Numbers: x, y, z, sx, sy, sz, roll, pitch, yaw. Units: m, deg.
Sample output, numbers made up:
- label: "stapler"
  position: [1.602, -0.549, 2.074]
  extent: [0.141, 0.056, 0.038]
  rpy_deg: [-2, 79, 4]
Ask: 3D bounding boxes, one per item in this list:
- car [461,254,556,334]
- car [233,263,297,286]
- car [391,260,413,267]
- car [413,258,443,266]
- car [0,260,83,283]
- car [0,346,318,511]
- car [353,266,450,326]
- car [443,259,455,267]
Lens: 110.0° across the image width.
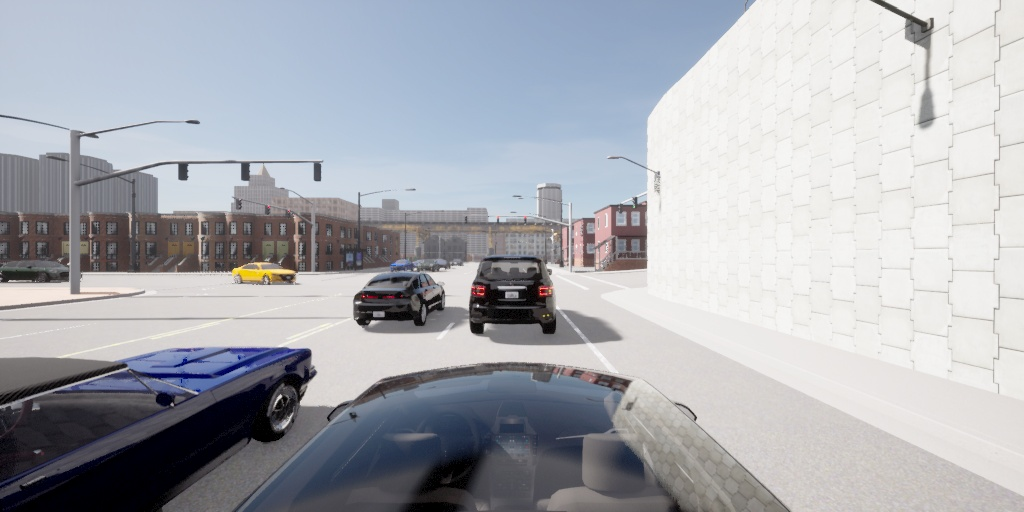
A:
- label: "car"
  position: [0.061, 0.971, 10.761]
  extent: [2.150, 2.045, 5.566]
  rpy_deg: [0, 0, 1]
- label: "car"
  position: [-17.484, 1.227, 25.374]
  extent: [5.008, 1.535, 1.882]
  rpy_deg: [0, -1, 23]
- label: "car"
  position: [-14.111, 1.228, 46.325]
  extent: [1.882, 1.535, 5.008]
  rpy_deg: [0, 0, 0]
- label: "car"
  position: [-10.597, 1.102, 45.533]
  extent: [2.097, 1.767, 4.553]
  rpy_deg: [0, 0, 0]
- label: "car"
  position: [-35.563, 1.101, 27.078]
  extent: [4.553, 1.767, 2.097]
  rpy_deg: [0, 0, 0]
- label: "car"
  position: [-3.397, 1.351, 2.397]
  extent: [1.895, 1.301, 4.718]
  rpy_deg: [0, 0, 0]
- label: "car"
  position: [-3.423, 1.255, 11.651]
  extent: [1.837, 1.490, 4.892]
  rpy_deg: [0, 0, 0]
- label: "car"
  position: [-10.608, 1.297, 55.001]
  extent: [2.033, 1.411, 5.357]
  rpy_deg: [0, 0, 0]
